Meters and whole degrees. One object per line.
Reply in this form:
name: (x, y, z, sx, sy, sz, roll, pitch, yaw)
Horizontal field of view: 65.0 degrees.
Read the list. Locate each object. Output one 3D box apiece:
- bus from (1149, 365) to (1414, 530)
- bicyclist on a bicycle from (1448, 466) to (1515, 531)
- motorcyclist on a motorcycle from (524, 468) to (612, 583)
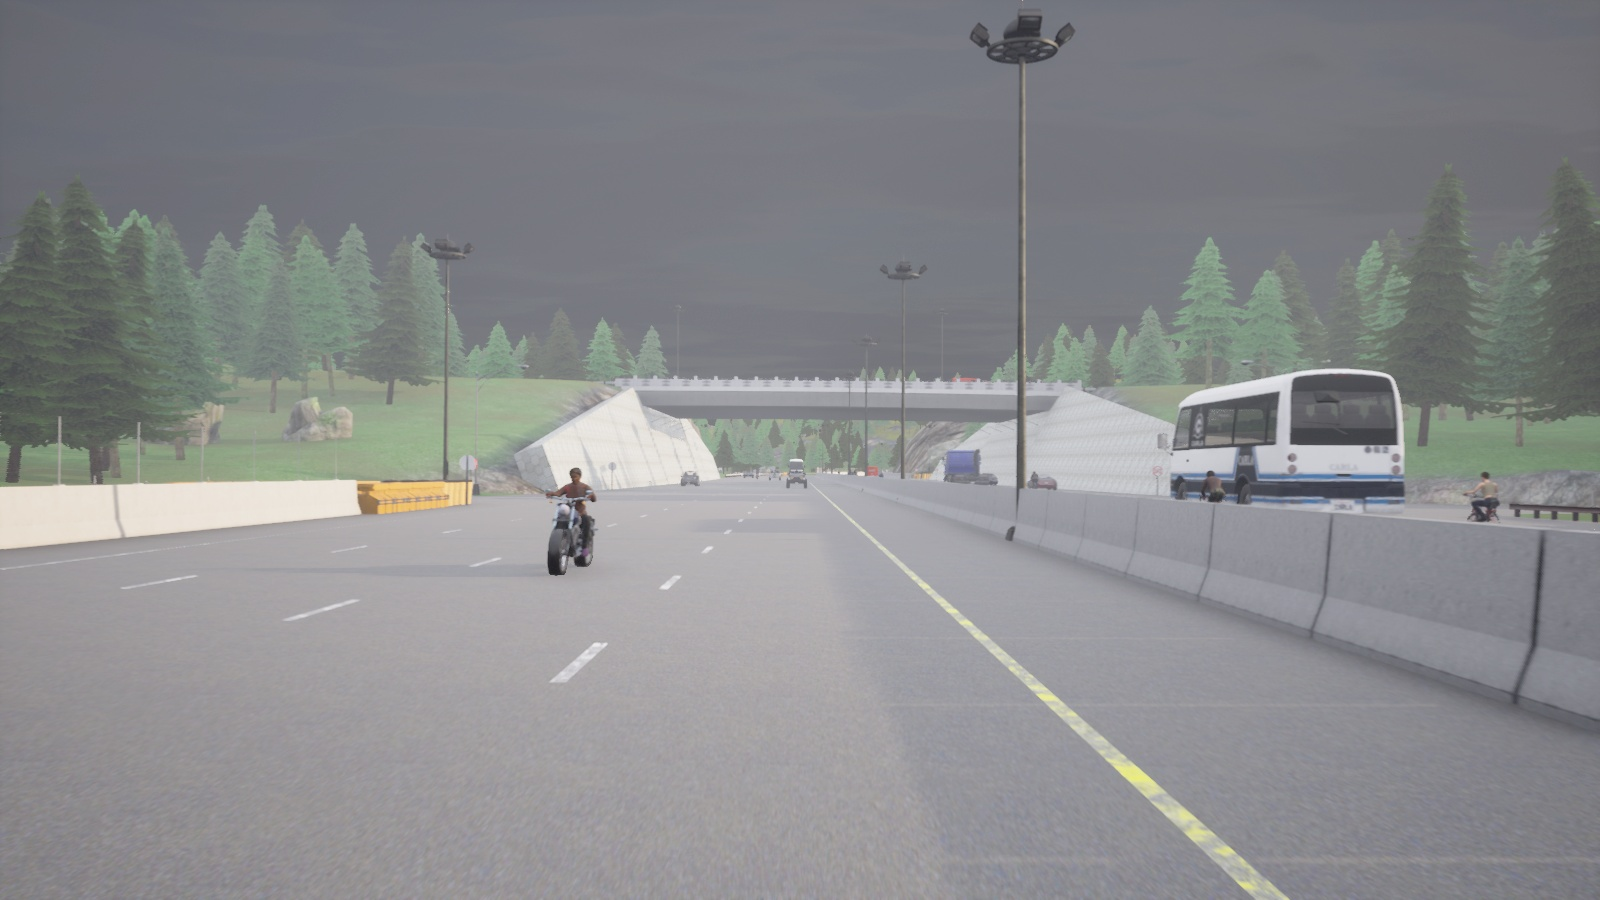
bus: (13.903, 0.014, 37.700, 3.944, 4.253, 10.273, 0, -1, 0)
bicyclist on a bicycle: (17.427, 1.220, 32.149, 0.866, 1.612, 1.509, 0, -1, 0)
motorcyclist on a motorcycle: (-3.521, 1.102, 19.272, 0.766, 1.649, 2.350, 1, -1, 3)
